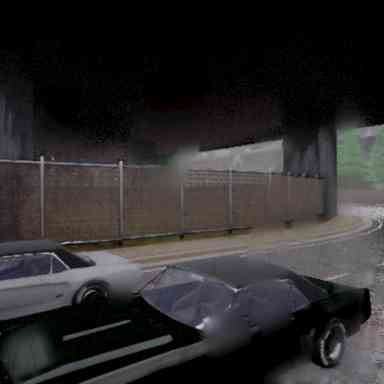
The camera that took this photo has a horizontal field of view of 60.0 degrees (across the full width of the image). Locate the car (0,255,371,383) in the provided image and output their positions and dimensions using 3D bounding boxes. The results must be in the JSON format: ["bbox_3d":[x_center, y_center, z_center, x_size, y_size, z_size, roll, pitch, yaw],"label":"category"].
[{"bbox_3d":[0.177,1.594,4.145,4.718,1.301,1.895,0,0,-36],"label":"car"}]

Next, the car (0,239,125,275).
[{"bbox_3d":[-3.392,1.599,5.892,4.718,1.301,1.895,0,0,-36],"label":"car"}]
